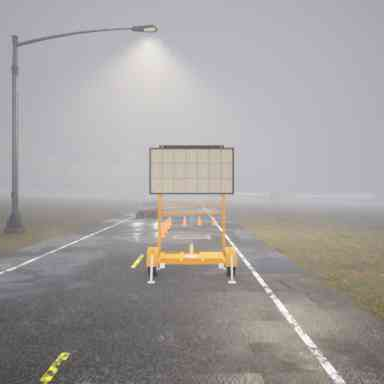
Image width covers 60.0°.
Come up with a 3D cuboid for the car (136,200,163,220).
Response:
[{"bbox_3d":[-3.519,1.480,28.169,1.882,1.535,5.008,0,0,0],"label":"car"}]

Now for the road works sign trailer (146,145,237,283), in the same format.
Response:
[{"bbox_3d":[-0.007,0.465,9.602,2.380,3.560,2.880,0,0,0],"label":"road works sign trailer"}]
